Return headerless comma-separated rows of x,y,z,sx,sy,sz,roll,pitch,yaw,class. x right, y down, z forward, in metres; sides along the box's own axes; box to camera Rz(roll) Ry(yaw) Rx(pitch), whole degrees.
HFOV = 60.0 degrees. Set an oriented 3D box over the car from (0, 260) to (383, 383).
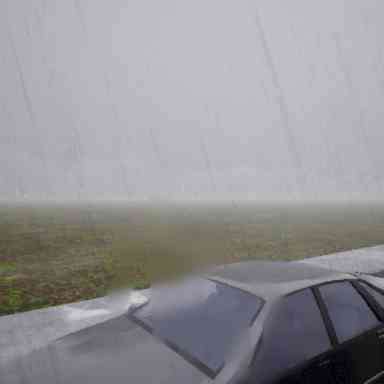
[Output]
0.716,1.547,3.576,5.357,1.411,2.033,0,0,-35,car
